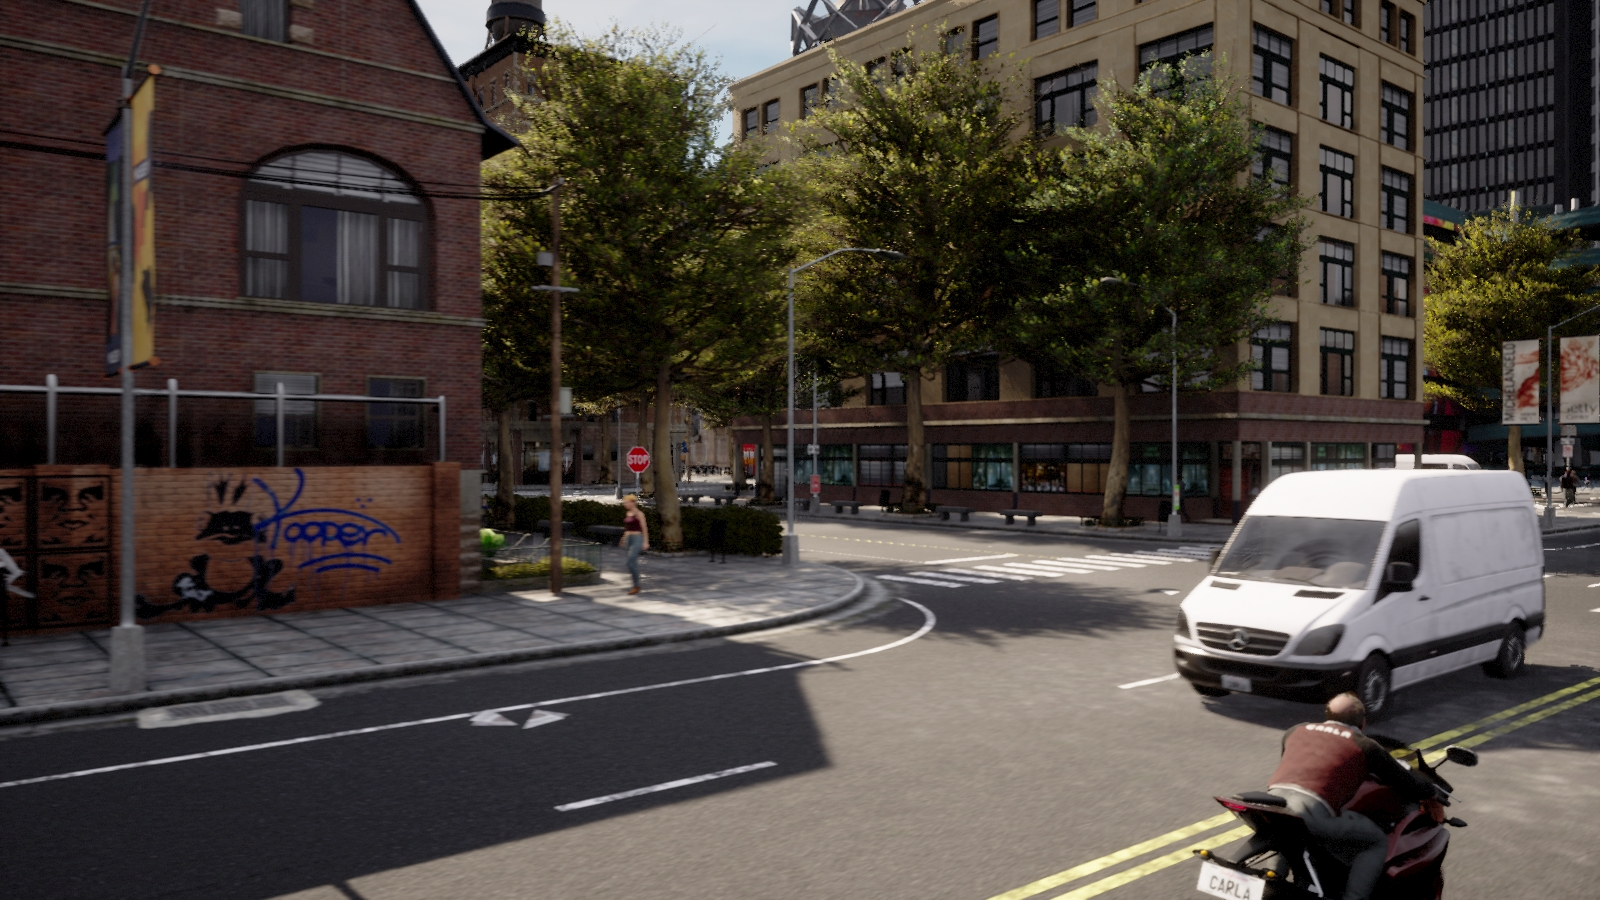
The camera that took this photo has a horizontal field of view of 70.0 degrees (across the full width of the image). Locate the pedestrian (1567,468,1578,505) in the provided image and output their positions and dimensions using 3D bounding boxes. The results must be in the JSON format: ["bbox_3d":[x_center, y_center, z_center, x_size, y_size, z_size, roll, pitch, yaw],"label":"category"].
[{"bbox_3d":[39.015,1.851,57.696,0.375,1.860,0.375,0,0,-38],"label":"pedestrian"}]

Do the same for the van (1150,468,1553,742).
[{"bbox_3d":[6.772,1.535,13.644,5.915,2.561,1.988,0,0,-39],"label":"van"}]

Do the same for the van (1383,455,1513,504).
[{"bbox_3d":[35.460,1.538,62.690,1.988,2.561,5.915,0,0,-39],"label":"van"}]

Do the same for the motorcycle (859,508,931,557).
[{"bbox_3d":[2.543,2.215,30.859,0.803,1.145,2.033,-1,1,-37],"label":"motorcycle"}]

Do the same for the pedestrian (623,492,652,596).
[{"bbox_3d":[-2.968,1.699,20.848,0.375,1.860,0.375,0,0,-41],"label":"pedestrian"}]

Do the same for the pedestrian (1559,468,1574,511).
[{"bbox_3d":[32.933,1.698,49.093,0.375,1.860,0.375,0,0,-3],"label":"pedestrian"}]

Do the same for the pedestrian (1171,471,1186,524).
[{"bbox_3d":[13.519,1.699,40.835,0.375,1.860,0.375,0,0,-40],"label":"pedestrian"}]

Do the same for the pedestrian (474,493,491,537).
[{"bbox_3d":[-9.700,1.983,34.948,0.375,1.300,0.375,0,0,-40],"label":"pedestrian"}]

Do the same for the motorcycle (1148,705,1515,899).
[{"bbox_3d":[2.882,2.205,6.081,2.209,1.251,0.867,0,0,-38],"label":"motorcycle"}]
